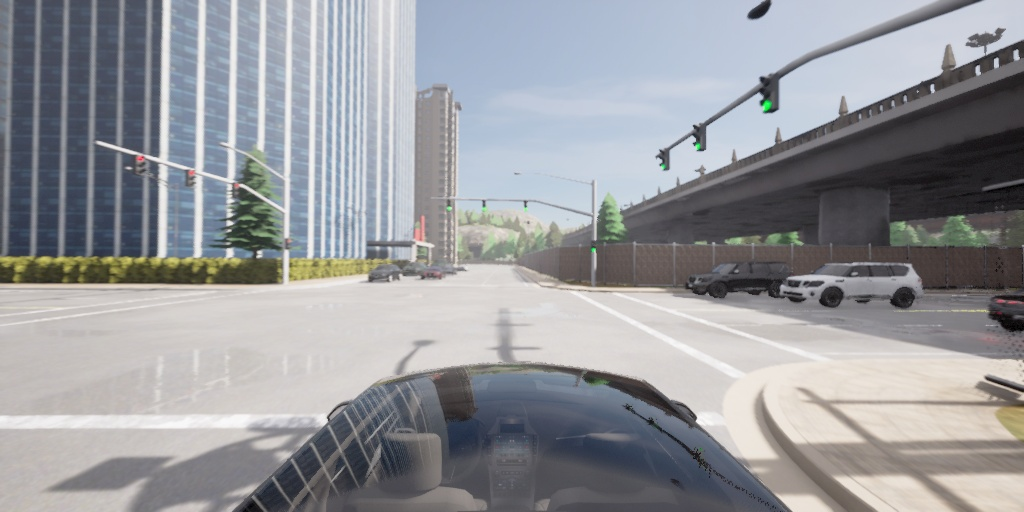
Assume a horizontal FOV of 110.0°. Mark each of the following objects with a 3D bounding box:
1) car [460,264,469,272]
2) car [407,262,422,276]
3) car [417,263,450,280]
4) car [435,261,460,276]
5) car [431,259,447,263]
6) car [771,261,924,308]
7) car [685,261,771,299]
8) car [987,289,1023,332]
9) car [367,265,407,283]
[{"bbox_3d":[-8.268,1.965,59.146,1.895,1.301,4.718,0,-1,-1],"label":"car"},{"bbox_3d":[-11.463,1.503,42.384,2.097,1.767,4.553,0,-1,-1],"label":"car"},{"bbox_3d":[-7.835,1.665,36.207,1.994,1.385,4.181,0,-1,-1],"label":"car"},{"bbox_3d":[-8.012,1.725,44.778,1.812,1.442,4.674,0,-1,-1],"label":"car"},{"bbox_3d":[-11.752,1.554,58.264,2.150,2.045,5.566,0,-1,-1],"label":"car"},{"bbox_3d":[15.974,1.306,17.009,5.566,2.045,2.150,0,-1,-1],"label":"car"},{"bbox_3d":[12.912,1.320,20.459,5.566,2.045,2.150,0,-1,-1],"label":"car"},{"bbox_3d":[16.398,1.513,9.933,4.902,1.511,2.128,0,-1,-1],"label":"car"},{"bbox_3d":[-11.254,1.536,32.027,1.837,1.490,4.892,0,-1,-1],"label":"car"}]
